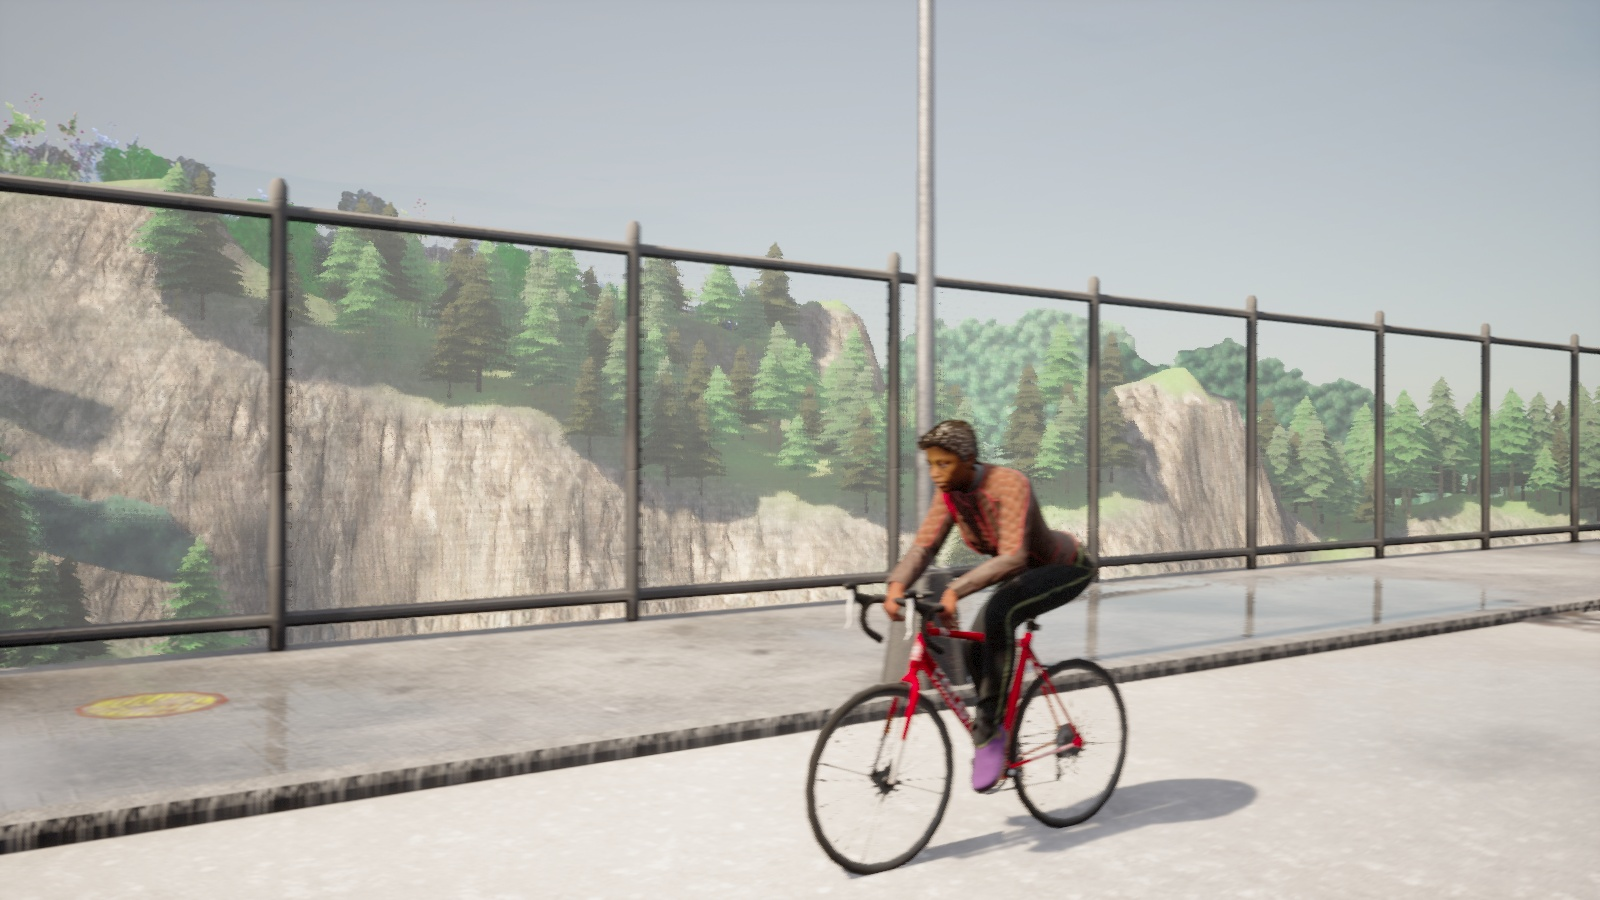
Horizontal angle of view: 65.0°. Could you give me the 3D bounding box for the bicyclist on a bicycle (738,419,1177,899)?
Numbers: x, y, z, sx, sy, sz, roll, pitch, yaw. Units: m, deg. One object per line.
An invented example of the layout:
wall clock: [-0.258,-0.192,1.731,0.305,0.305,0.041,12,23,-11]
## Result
bicyclist on a bicycle: [0.630,0.708,4.707,1.656,1.620,0.582,0,0,-35]
